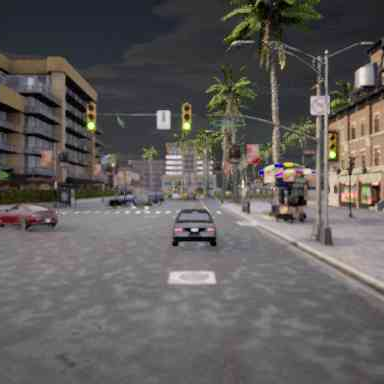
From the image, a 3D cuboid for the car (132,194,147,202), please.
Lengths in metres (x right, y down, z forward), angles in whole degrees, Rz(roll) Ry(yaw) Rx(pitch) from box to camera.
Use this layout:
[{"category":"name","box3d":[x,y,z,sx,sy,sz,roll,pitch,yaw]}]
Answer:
[{"category":"car","box3d":[-10.520,1.159,67.104,2.033,1.411,5.357,0,0,0]}]

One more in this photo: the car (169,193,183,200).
[{"category":"car","box3d":[-3.675,1.088,75.022,1.812,1.442,4.674,0,0,-4]}]

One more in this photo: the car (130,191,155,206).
[{"category":"car","box3d":[-7.014,1.077,47.677,2.097,1.767,4.553,0,0,0]}]

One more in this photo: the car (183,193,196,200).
[{"category":"car","box3d":[-0.173,1.093,74.956,2.128,1.511,4.902,0,0,-4]}]

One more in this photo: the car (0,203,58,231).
[{"category":"car","box3d":[-9.911,1.411,19.865,4.674,1.442,1.812,0,0,35]}]

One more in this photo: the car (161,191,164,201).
[{"category":"car","box3d":[-7.025,0.832,67.765,2.150,2.045,5.566,0,0,0]}]

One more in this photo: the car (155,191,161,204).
[{"category":"car","box3d":[-7.016,0.893,57.016,2.150,2.045,5.566,0,0,0]}]

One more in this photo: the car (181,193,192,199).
[{"category":"car","box3d":[-1.429,0.988,84.936,1.882,1.535,5.008,0,0,-12]}]

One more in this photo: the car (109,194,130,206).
[{"category":"car","box3d":[-10.514,1.326,47.663,1.895,1.301,4.718,0,0,0]}]

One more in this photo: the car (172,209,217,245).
[{"category":"car","box3d":[0.097,1.460,15.007,2.033,1.411,5.357,0,0,0]}]

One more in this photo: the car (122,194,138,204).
[{"category":"car","box3d":[-10.516,1.150,56.805,1.882,1.535,5.008,0,0,0]}]
